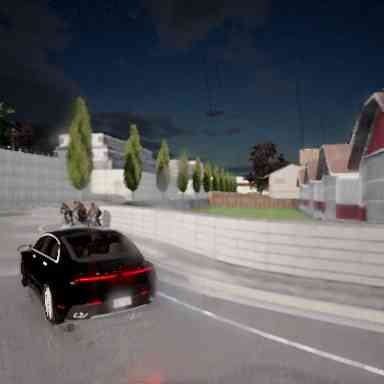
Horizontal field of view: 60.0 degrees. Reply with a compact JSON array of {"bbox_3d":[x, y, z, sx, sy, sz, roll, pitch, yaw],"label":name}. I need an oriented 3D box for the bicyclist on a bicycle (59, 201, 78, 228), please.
[{"bbox_3d":[-7.928,1.449,20.918,1.656,1.620,0.582,-9,-2,44],"label":"bicyclist on a bicycle"}]

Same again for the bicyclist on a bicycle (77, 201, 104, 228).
[{"bbox_3d":[-5.350,1.388,18.231,0.582,1.620,1.656,0,0,24],"label":"bicyclist on a bicycle"}]

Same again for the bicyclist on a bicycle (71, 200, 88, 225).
[{"bbox_3d":[-7.792,1.403,23.009,0.582,1.620,1.656,1,-1,-39],"label":"bicyclist on a bicycle"}]

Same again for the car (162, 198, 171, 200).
[{"bbox_3d":[-4.247,1.860,58.006,2.128,1.511,4.902,0,0,15],"label":"car"}]

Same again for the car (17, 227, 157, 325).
[{"bbox_3d":[-2.522,1.540,7.372,1.837,1.490,4.892,-1,0,-35],"label":"car"}]
